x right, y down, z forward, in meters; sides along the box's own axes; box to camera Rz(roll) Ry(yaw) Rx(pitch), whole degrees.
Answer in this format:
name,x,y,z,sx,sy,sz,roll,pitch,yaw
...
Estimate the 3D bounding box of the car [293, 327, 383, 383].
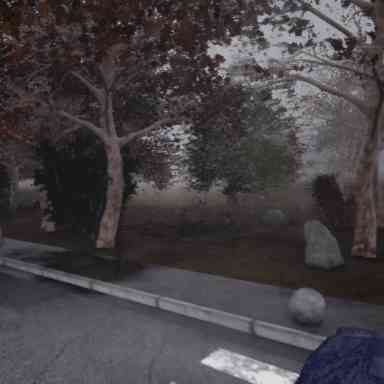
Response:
name,x,y,z,sx,sy,sz,roll,pitch,yaw
car,2.816,1.612,1.554,4.718,1.301,1.895,0,0,35
